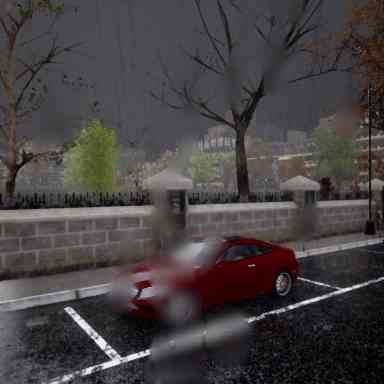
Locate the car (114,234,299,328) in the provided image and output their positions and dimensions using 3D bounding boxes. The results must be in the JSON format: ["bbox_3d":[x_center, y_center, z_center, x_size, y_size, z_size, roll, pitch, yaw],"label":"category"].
[{"bbox_3d":[0.505,1.581,6.929,4.206,1.307,1.802,0,0,-36],"label":"car"}]

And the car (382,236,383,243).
[{"bbox_3d":[9.372,1.525,13.267,4.829,1.417,1.752,0,0,-36],"label":"car"}]
